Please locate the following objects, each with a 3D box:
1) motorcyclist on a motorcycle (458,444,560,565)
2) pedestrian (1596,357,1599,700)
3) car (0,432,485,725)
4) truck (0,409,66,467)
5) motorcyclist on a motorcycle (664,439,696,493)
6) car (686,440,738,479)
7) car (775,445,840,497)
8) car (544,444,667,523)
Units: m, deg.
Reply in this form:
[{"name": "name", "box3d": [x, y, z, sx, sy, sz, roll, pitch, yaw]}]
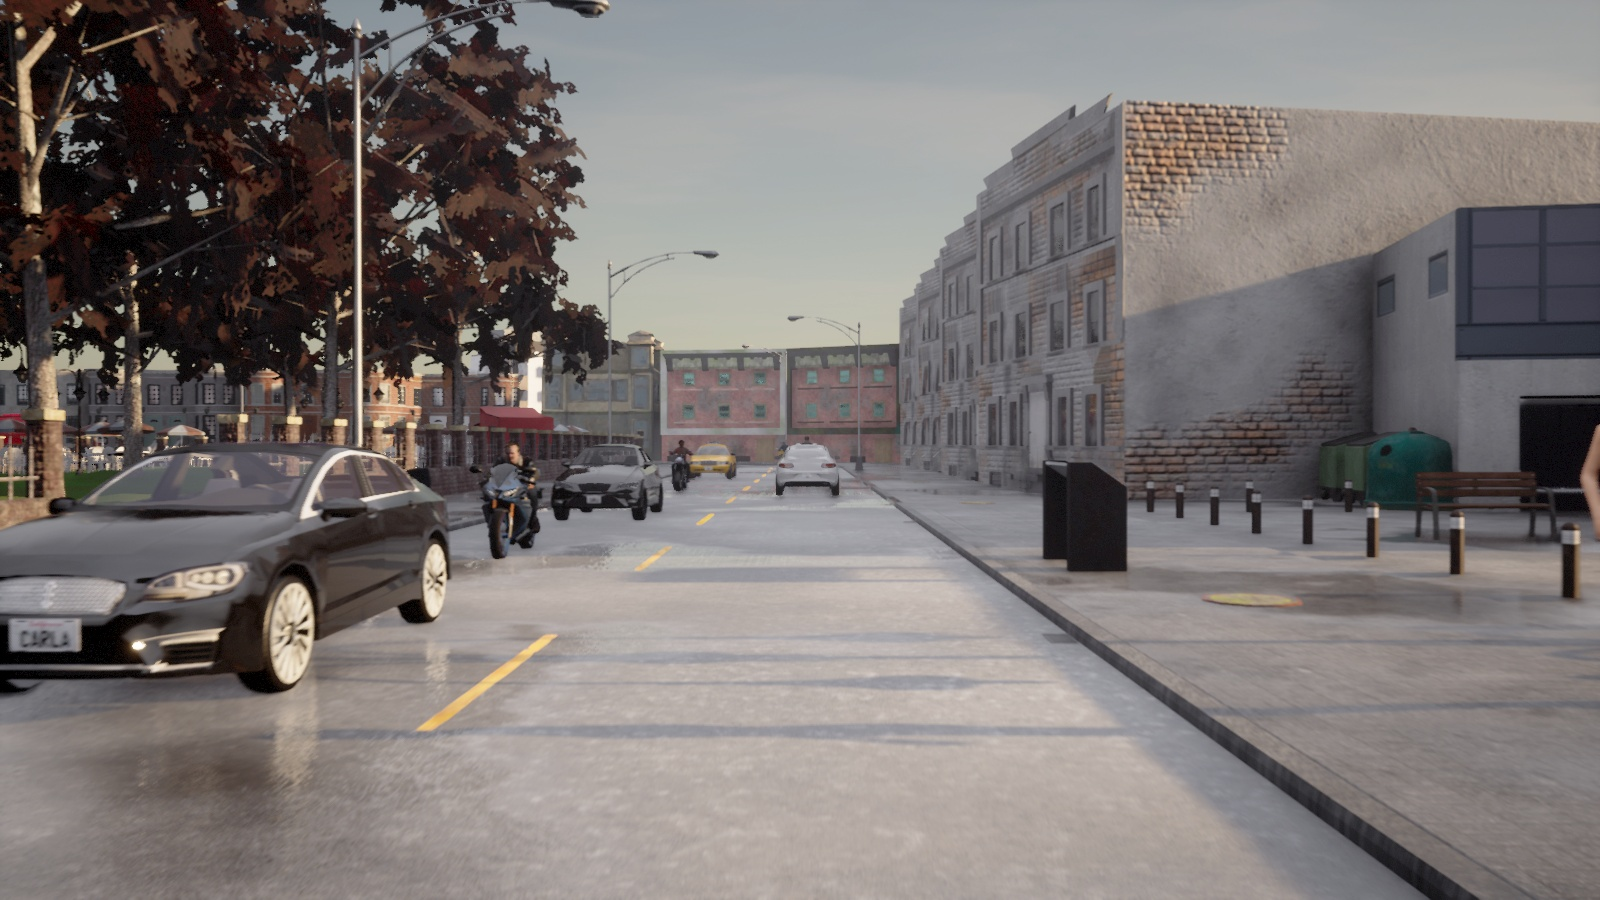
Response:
[{"name": "motorcyclist on a motorcycle", "box3d": [-3.888, 0.683, 16.980, 0.866, 1.530, 2.191, 0, 0, 0]}, {"name": "pedestrian", "box3d": [4.379, 0.422, 6.438, 0.345, 1.836, 0.594, 0, 0, 16]}, {"name": "car", "box3d": [-3.934, 0.649, 8.932, 2.128, 1.511, 4.902, 0, 0, 0]}, {"name": "truck", "box3d": [-48.653, -0.706, 76.450, 2.891, 3.462, 7.936, 0, 0, 3]}, {"name": "motorcyclist on a motorcycle", "box3d": [-3.775, 0.471, 39.572, 0.766, 1.649, 2.350, 0, 0, 0]}, {"name": "car", "box3d": [-3.715, 0.379, 53.775, 1.801, 1.575, 5.366, 0, 0, 0]}, {"name": "car", "box3d": [0.215, 0.562, 37.309, 1.812, 1.442, 4.674, 0, 0, 0]}, {"name": "car", "box3d": [-3.841, 0.614, 25.436, 1.816, 1.474, 4.193, 0, 0, 0]}]
